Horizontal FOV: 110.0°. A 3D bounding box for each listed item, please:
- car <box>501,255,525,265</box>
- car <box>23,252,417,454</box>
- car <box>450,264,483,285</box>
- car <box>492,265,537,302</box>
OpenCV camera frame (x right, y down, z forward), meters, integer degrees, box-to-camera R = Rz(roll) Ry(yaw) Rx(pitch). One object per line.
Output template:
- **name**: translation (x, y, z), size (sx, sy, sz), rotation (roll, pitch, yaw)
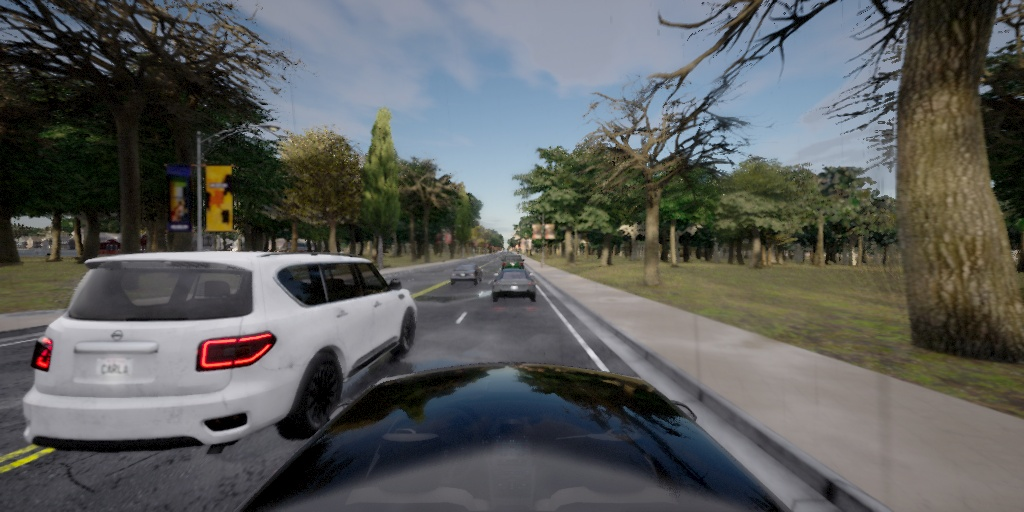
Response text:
- **car**: translation (0.100, 0.873, 35.991), size (2.150, 2.045, 5.566), rotation (0, 0, 0)
- **car**: translation (-3.149, 0.970, 5.526), size (2.150, 2.045, 5.566), rotation (0, 0, 0)
- **car**: translation (-3.153, 1.257, 25.474), size (2.033, 1.411, 5.357), rotation (0, 0, 0)
- **car**: translation (0.099, 1.301, 17.092), size (1.994, 1.385, 4.181), rotation (0, 0, 0)
